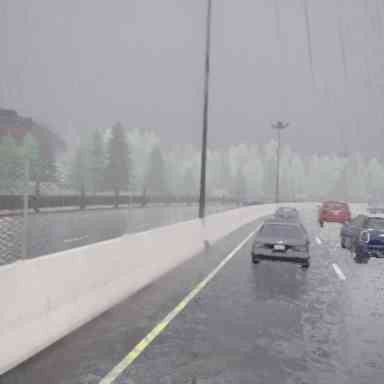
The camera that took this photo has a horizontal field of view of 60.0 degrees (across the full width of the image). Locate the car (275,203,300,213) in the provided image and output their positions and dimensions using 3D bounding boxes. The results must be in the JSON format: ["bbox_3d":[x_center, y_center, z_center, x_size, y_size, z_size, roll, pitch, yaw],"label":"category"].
[{"bbox_3d":[7.547,1.867,26.448,2.033,1.411,5.357,2,0,19],"label":"car"}]

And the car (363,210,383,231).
[{"bbox_3d":[14.796,2.190,25.952,1.895,1.301,4.718,2,0,20],"label":"car"}]

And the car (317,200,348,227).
[{"bbox_3d":[11.275,1.681,26.471,2.150,2.045,5.566,2,0,19],"label":"car"}]

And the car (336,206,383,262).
[{"bbox_3d":[7.231,1.640,13.087,2.097,1.767,4.553,2,0,17],"label":"car"}]

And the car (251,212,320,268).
[{"bbox_3d":[3.265,1.686,12.075,2.033,1.411,5.357,2,0,17],"label":"car"}]

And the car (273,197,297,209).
[{"bbox_3d":[16.496,1.920,59.054,2.150,2.045,5.566,2,0,37],"label":"car"}]
